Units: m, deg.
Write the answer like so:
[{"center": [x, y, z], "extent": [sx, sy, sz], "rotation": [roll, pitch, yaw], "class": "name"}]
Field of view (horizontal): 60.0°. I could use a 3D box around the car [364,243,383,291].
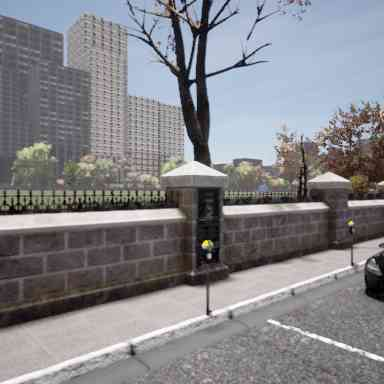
[{"center": [5.733, 1.565, 7.943], "extent": [4.313, 1.339, 1.947], "rotation": [0, 0, -41], "class": "car"}]
